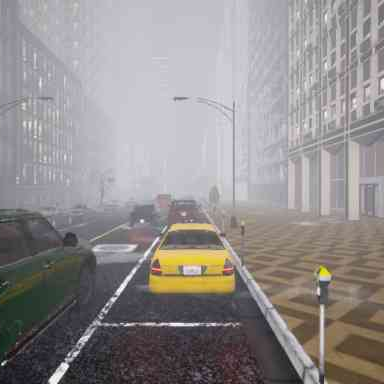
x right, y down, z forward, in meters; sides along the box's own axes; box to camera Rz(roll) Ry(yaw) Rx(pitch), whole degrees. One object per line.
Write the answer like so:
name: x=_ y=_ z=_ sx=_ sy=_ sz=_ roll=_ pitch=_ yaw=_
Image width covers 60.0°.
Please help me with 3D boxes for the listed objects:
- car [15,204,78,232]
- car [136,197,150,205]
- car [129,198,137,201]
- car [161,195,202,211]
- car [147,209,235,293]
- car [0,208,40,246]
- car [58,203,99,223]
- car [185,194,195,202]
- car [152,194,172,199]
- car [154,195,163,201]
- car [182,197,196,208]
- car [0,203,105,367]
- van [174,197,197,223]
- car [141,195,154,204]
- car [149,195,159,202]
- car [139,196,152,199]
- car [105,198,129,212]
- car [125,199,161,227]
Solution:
car: x=-8.844 y=1.547 z=20.672 sx=2.008 sy=1.369 sz=4.403 roll=-1 pitch=0 yaw=0
car: x=-8.843 y=1.569 z=60.458 sx=1.802 sy=1.307 sz=4.206 roll=-1 pitch=0 yaw=0
car: x=-8.843 y=1.541 z=49.090 sx=2.008 sy=1.369 sz=4.403 roll=-1 pitch=0 yaw=0
car: x=-0.465 y=1.311 z=20.672 sx=2.192 sy=1.841 sz=5.009 roll=-1 pitch=0 yaw=0
car: x=0.004 y=1.455 z=8.841 sx=1.801 sy=1.575 sz=5.366 roll=0 pitch=0 yaw=0
car: x=-8.843 y=1.542 z=14.989 sx=1.887 sy=1.381 sz=4.507 roll=-1 pitch=0 yaw=0
car: x=-8.843 y=1.577 z=26.356 sx=1.802 sy=1.307 sz=4.206 roll=-1 pitch=0 yaw=0
car: x=-0.465 y=1.298 z=77.509 sx=2.192 sy=1.841 sz=5.009 roll=-1 pitch=0 yaw=0
car: x=-3.157 y=1.214 z=39.698 sx=2.150 sy=2.045 sz=5.566 roll=0 pitch=0 yaw=0
car: x=-8.844 y=1.545 z=88.876 sx=1.947 sy=1.339 sz=4.313 roll=-1 pitch=0 yaw=0
car: x=-0.463 y=1.541 z=49.090 sx=2.008 sy=1.369 sz=4.403 roll=-1 pitch=0 yaw=0
car: x=-3.044 y=1.221 z=4.547 sx=2.150 sy=2.045 sz=5.566 roll=0 pitch=0 yaw=0
van: x=-0.465 y=1.336 z=26.356 sx=1.690 sy=1.788 sz=3.998 roll=-1 pitch=0 yaw=0
car: x=-8.845 y=1.426 z=66.141 sx=1.967 sy=1.590 sz=4.097 roll=-1 pitch=0 yaw=0
car: x=-8.843 y=1.508 z=77.339 sx=1.752 sy=1.417 sz=4.829 roll=-1 pitch=0 yaw=0
car: x=-6.146 y=1.577 z=47.248 sx=1.994 sy=1.385 sz=4.181 roll=0 pitch=0 yaw=0
car: x=-8.844 y=1.544 z=37.723 sx=2.008 sy=1.369 sz=4.403 roll=-1 pitch=0 yaw=0
car: x=-3.045 y=1.501 z=22.740 sx=1.837 sy=1.490 sz=4.892 roll=0 pitch=0 yaw=0
